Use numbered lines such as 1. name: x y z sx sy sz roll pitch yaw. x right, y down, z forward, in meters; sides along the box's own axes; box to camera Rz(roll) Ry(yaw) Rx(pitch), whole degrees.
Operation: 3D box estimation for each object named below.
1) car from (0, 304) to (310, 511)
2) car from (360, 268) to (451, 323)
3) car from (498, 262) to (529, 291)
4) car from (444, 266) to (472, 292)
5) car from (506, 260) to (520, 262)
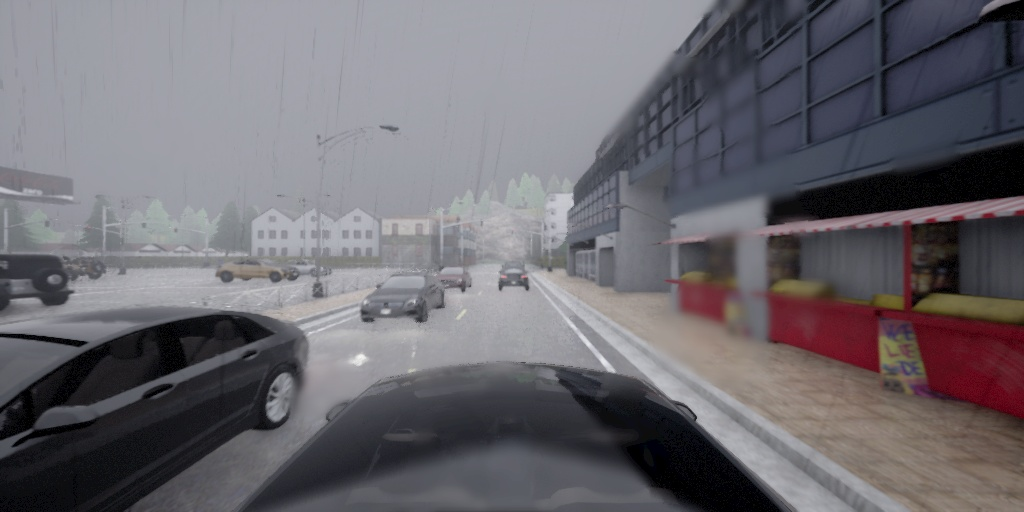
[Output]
1. car: -3.595 1.258 2.818 1.837 1.490 4.892 0 0 0
2. car: -3.516 1.304 12.373 1.812 1.442 4.674 0 0 0
3. car: 0.104 1.330 22.523 1.812 1.442 4.674 0 0 0
4. car: -3.531 1.329 21.953 1.812 1.442 4.674 0 0 1
5. car: 0.099 1.182 32.540 2.097 1.767 4.553 0 0 0
